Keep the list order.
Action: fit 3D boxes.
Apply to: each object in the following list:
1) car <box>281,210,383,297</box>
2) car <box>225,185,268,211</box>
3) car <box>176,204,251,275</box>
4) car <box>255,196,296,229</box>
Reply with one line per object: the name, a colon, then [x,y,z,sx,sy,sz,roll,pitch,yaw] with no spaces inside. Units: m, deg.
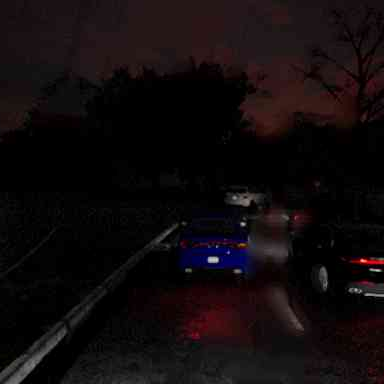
car: [3.784,1.450,8.386,1.837,1.490,4.892,0,0,3]
car: [4.801,0.387,28.705,2.150,2.045,5.566,2,4,31]
car: [0.666,1.380,10.229,1.882,1.535,5.008,0,1,4]
car: [4.865,1.217,18.664,2.033,1.411,5.357,1,2,8]
